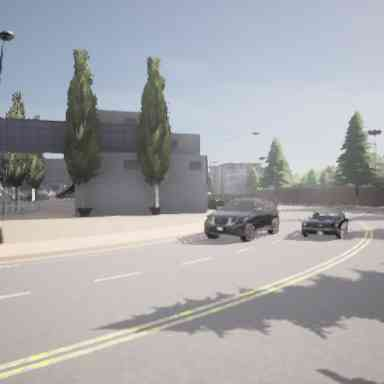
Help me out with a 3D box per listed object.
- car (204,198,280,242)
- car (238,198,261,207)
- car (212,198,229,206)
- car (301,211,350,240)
[{"bbox_3d":[2.825,1.329,17.451,2.150,2.045,5.566,0,0,34],"label":"car"},{"bbox_3d":[10.298,1.906,59.825,2.033,1.411,5.357,0,0,-13],"label":"car"},{"bbox_3d":[5.524,1.928,64.705,1.837,1.490,4.892,0,-1,-14],"label":"car"},{"bbox_3d":[7.315,1.695,18.003,1.895,1.301,4.718,0,0,30],"label":"car"}]
